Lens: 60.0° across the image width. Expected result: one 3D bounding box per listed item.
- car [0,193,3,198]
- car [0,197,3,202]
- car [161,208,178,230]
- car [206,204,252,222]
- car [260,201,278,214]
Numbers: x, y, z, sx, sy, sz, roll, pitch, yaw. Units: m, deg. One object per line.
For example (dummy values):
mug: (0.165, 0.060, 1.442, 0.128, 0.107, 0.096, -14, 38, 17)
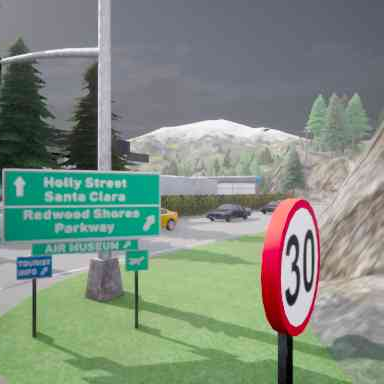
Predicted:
car: (-38.568, 1.489, 69.987, 4.514, 1.523, 2.007, 0, 0, 35)
car: (-12.363, 1.504, 26.047, 1.905, 1.878, 3.866, 0, 0, 35)
car: (-2.906, 1.669, 20.472, 1.882, 1.535, 5.008, 0, 0, 36)
car: (3.364, 1.739, 29.092, 2.033, 1.411, 5.357, 0, 0, 36)
car: (9.650, 1.739, 37.708, 2.033, 1.411, 5.357, 0, 0, 36)
